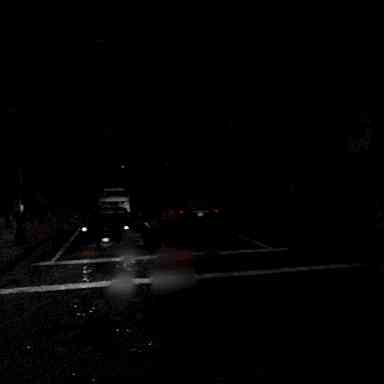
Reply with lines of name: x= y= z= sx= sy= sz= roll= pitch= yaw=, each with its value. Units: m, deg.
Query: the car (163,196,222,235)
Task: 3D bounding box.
car: x=-0.141 y=0.961 z=16.497 sx=2.097 sy=1.767 sz=4.553 roll=-1 pitch=1 yaw=-13

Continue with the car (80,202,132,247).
car: x=-3.445 y=1.324 z=13.863 sx=1.895 sy=1.301 sz=4.718 roll=-1 pitch=1 yaw=-10

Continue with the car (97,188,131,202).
car: x=-5.928 y=0.723 z=25.307 sx=2.150 sy=2.045 sz=5.566 roll=-1 pitch=1 yaw=-12
